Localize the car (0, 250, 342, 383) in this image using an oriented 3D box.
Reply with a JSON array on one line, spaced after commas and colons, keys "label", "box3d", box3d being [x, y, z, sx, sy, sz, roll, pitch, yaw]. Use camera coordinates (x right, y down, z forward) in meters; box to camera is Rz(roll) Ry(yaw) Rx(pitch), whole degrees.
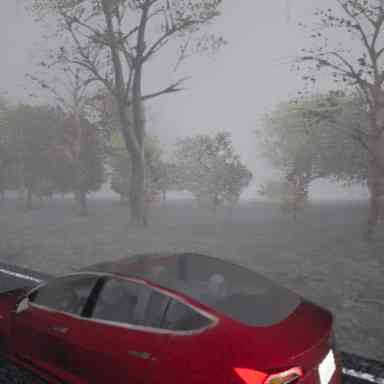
[{"label": "car", "box3d": [-0.787, 1.503, 4.108, 4.792, 1.488, 2.163, 0, 1, 36]}]
